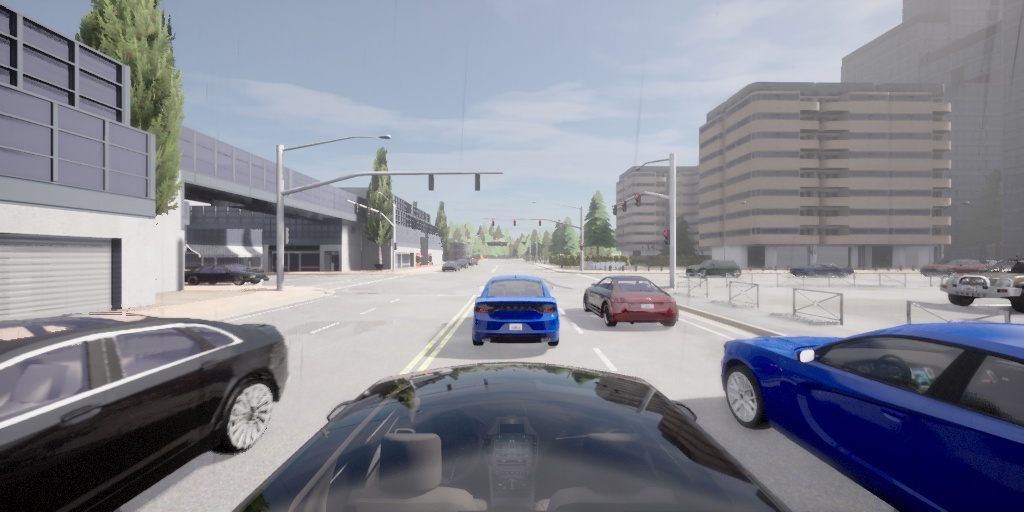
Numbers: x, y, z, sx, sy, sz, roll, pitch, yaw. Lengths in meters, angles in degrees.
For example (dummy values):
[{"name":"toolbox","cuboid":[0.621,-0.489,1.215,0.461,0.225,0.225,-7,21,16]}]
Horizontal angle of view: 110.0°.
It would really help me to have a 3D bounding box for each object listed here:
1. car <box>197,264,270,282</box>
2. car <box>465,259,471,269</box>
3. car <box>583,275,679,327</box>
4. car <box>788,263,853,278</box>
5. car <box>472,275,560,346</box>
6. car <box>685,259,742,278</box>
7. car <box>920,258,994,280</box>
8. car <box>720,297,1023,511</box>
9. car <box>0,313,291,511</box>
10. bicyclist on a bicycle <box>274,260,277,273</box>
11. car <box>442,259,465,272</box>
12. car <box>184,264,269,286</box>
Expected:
[{"name":"car","cuboid":[-21.818,1.314,28.233,4.181,1.385,1.994,0,0,-1]},{"name":"car","cuboid":[-7.978,1.255,56.642,1.837,1.490,4.892,0,0,-1]},{"name":"car","cuboid":[3.603,1.314,11.578,1.994,1.385,4.181,0,0,0]},{"name":"car","cuboid":[28.868,1.351,33.619,4.718,1.301,1.895,0,0,-1]},{"name":"car","cuboid":[0.095,1.228,9.446,1.882,1.535,5.008,0,0,0]},{"name":"car","cuboid":[18.689,1.102,33.411,4.553,1.767,2.097,0,0,-1]},{"name":"car","cuboid":[41.611,1.103,33.853,4.553,1.767,2.097,0,0,-1]},{"name":"car","cuboid":[3.603,1.228,2.594,1.882,1.535,5.008,0,0,0]},{"name":"car","cuboid":[-3.603,1.241,2.322,2.128,1.511,4.902,0,0,0]},{"name":"bicyclist on a bicycle","cuboid":[-25.837,1.053,39.663,0.582,1.620,1.656,0,0,-1]},{"name":"car","cuboid":[-7.838,1.297,46.882,2.033,1.411,5.357,0,0,0]},{"name":"car","cuboid":[-19.937,1.297,24.758,5.357,1.411,2.033,0,0,-1]}]
